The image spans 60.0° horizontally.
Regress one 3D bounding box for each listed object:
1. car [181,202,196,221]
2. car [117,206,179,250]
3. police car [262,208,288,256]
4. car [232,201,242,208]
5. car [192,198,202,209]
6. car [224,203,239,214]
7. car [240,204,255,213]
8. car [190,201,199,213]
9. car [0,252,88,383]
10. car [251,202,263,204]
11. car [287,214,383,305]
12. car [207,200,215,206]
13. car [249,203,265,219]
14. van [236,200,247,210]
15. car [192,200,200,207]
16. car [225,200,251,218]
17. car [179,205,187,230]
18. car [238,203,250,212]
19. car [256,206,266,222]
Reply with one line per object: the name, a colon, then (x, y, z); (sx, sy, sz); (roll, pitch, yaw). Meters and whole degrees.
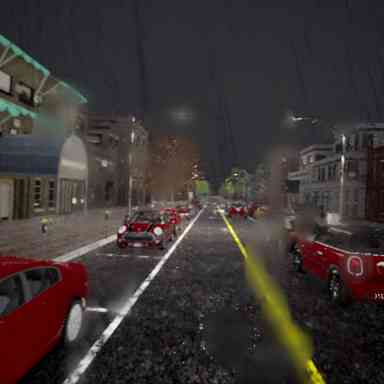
car: (-0.927, 1.917, 31.315); (1.802, 1.307, 4.206); (2, -1, 4)
car: (-1.934, 1.530, 14.705); (1.967, 1.590, 4.097); (2, -1, 4)
police car: (4.687, 1.819, 15.045); (1.930, 1.638, 5.238); (3, -1, 4)
car: (10.140, 2.886, 75.274); (1.752, 1.417, 4.829); (2, -1, 4)
car: (0.769, 2.058, 59.006); (2.192, 1.841, 5.009); (2, -1, 4)
car: (5.967, 2.429, 50.914); (2.033, 1.411, 5.357); (3, -1, 4)
car: (8.778, 2.615, 52.953); (1.802, 1.307, 4.206); (2, -1, 4)
car: (-0.589, 1.968, 36.853); (2.008, 1.369, 4.403); (2, -1, 4)
car: (-2.612, 1.471, 3.629); (1.887, 1.381, 4.507); (2, -1, 4)
car: (8.113, 2.185, 41.882); (2.192, 1.841, 5.009); (2, -1, 4)
car: (4.254, 1.652, 8.909); (2.097, 1.767, 4.553); (3, -1, 3)
car: (4.903, 2.719, 82.745); (1.837, 1.490, 4.892); (3, -1, 4)
car: (7.780, 2.316, 36.510); (1.752, 1.417, 4.829); (2, -1, 4)
van: (9.461, 2.537, 64.031); (1.690, 1.788, 3.998); (2, -1, 4)
car: (-0.253, 2.080, 42.391); (1.802, 1.307, 4.206); (2, -1, 4)
car: (5.302, 2.062, 39.105); (2.097, 1.767, 4.553); (3, -1, 4)
car: (-1.600, 1.717, 20.241); (1.887, 1.381, 4.507); (2, -1, 4)
car: (9.128, 2.643, 58.661); (1.752, 1.417, 4.829); (2, -1, 4)
car: (7.430, 2.273, 30.804); (1.947, 1.339, 4.313); (2, -1, 4)
